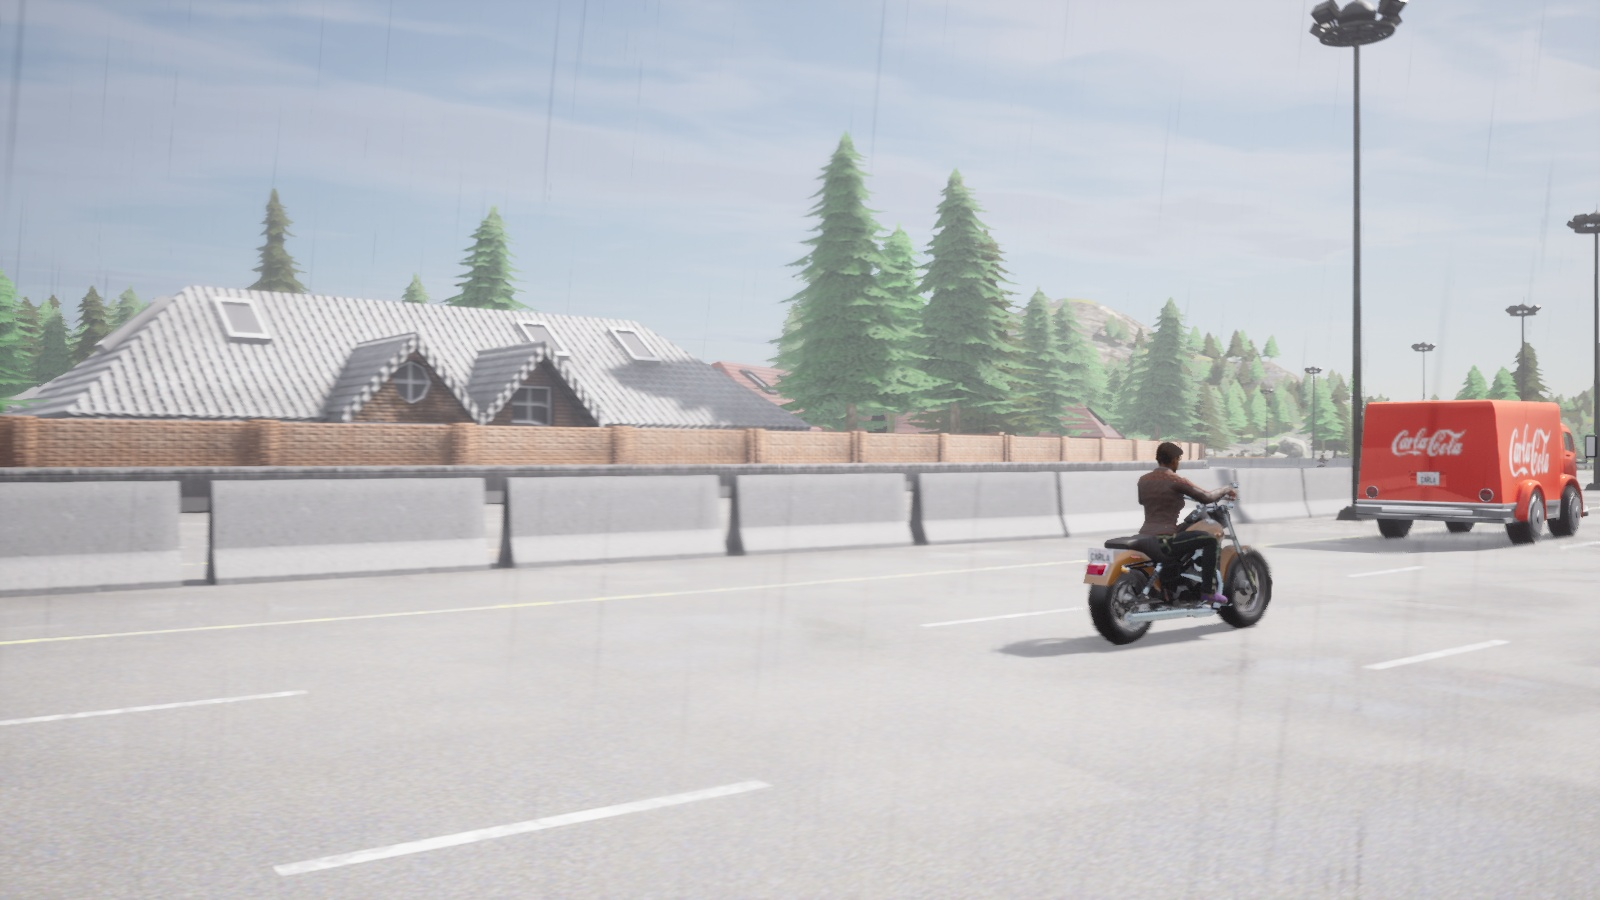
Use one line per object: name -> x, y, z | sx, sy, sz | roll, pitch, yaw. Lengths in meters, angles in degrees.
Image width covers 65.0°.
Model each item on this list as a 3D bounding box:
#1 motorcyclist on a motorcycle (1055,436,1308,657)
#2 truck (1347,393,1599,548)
motorcyclist on a motorcycle -> 3.197, 0.730, 10.393 | 2.350, 1.649, 0.766 | 0, -1, -38
truck -> 12.381, 0.318, 22.784 | 5.204, 2.467, 2.627 | 0, 0, -43
